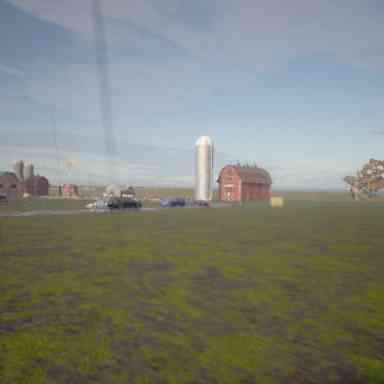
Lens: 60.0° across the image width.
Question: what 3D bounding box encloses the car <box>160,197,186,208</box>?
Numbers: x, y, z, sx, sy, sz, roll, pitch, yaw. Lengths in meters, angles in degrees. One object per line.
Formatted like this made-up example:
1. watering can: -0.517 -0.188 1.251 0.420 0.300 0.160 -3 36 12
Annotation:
1. car: -3.491 1.974 62.580 2.150 2.045 5.566 1 0 37

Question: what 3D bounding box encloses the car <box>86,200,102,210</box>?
1. car: -13.429 1.908 49.310 1.812 1.442 4.674 1 0 37

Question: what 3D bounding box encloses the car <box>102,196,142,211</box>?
1. car: -9.928 1.680 49.092 2.150 2.045 5.566 1 0 37

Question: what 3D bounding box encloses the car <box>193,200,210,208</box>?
1. car: 1.912 2.282 65.856 1.837 1.490 4.892 1 0 28
